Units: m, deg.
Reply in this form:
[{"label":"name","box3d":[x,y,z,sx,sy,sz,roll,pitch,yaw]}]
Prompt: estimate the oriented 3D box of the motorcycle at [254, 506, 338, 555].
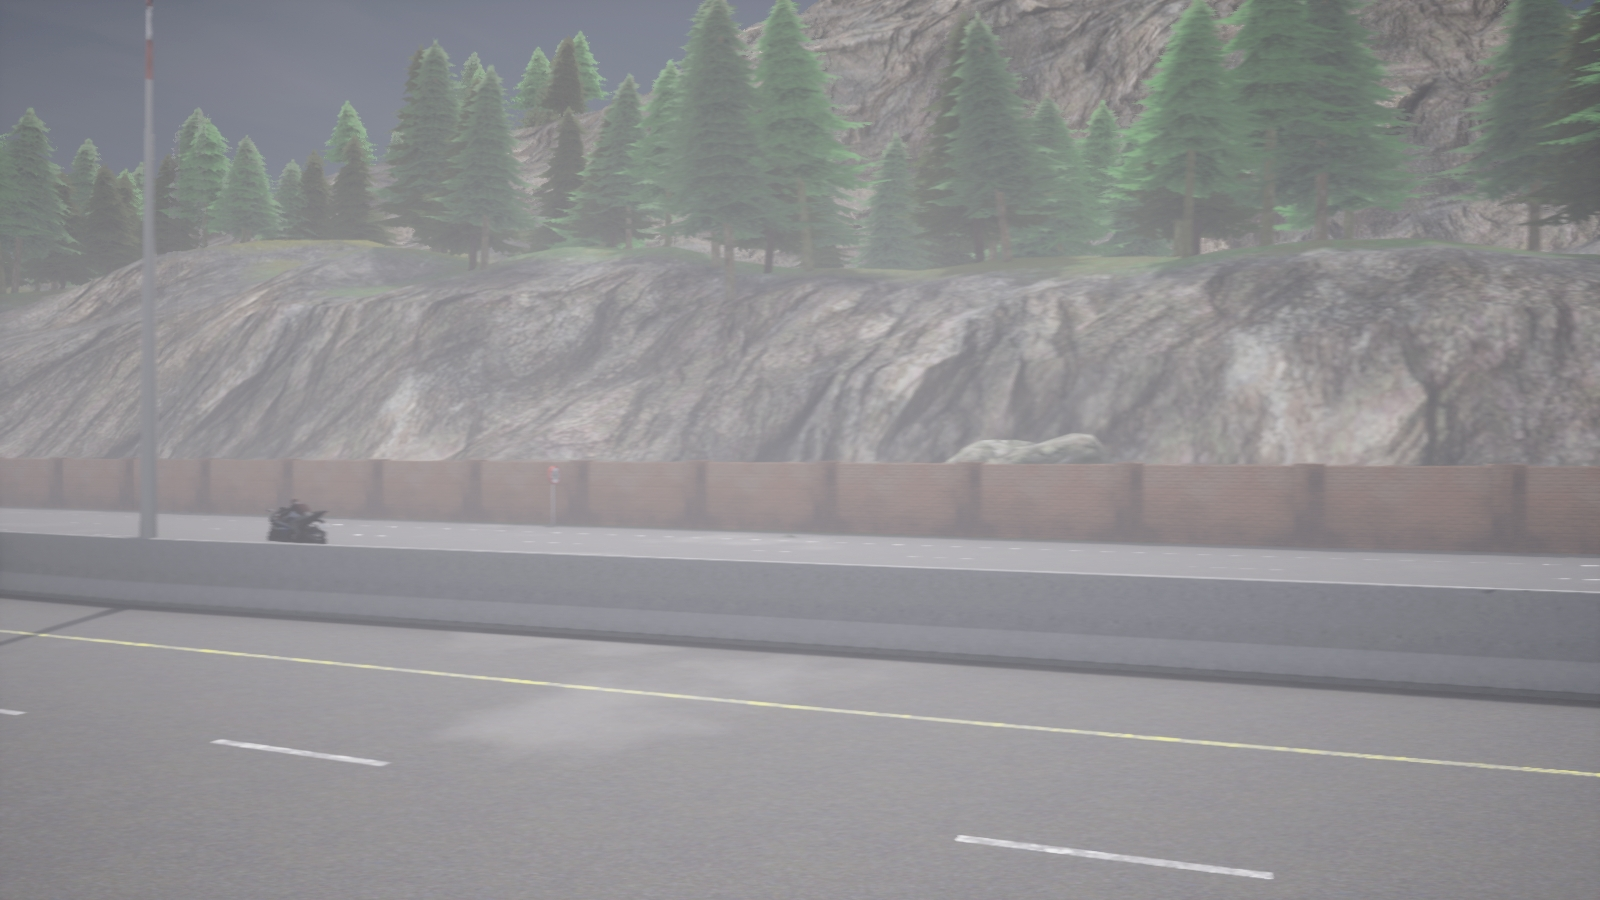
[{"label":"motorcycle","box3d":[-13.982,2.213,31.703,2.209,1.251,0.867,0,0,25]}]
